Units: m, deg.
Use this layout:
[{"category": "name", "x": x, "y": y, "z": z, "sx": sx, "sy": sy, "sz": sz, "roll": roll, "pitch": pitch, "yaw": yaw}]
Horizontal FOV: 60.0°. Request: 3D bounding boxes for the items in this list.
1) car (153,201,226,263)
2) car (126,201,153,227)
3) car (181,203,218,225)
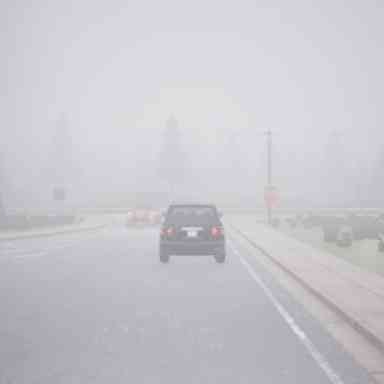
[{"category": "car", "x": 0.019, "y": 1.346, "z": 12.546, "sx": 2.150, "sy": 2.045, "sz": 5.566, "roll": 0, "pitch": 0, "yaw": 0}, {"category": "car", "x": -3.505, "y": 1.589, "z": 24.653, "sx": 2.097, "sy": 1.767, "sz": 4.553, "roll": 0, "pitch": 0, "yaw": 0}, {"category": "car", "x": 0.713, "y": 1.779, "z": 28.284, "sx": 1.837, "sy": 1.490, "sz": 4.892, "roll": -1, "pitch": 0, "yaw": 17}]
